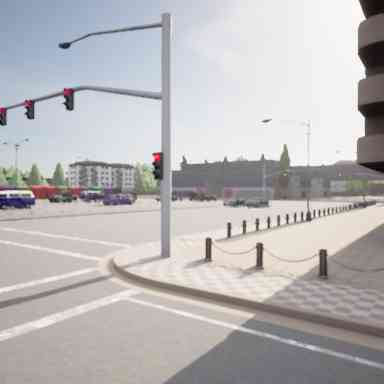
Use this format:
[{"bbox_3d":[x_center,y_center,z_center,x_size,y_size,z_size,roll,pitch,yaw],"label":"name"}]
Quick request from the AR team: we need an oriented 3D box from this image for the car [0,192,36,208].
[{"bbox_3d":[-25.037,1.191,48.062,1.970,1.475,3.806,0,0,36],"label":"car"}]

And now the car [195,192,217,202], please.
[{"bbox_3d":[3.228,1.006,67.749,1.932,1.855,4.605,0,0,36],"label":"car"}]

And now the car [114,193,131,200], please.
[{"bbox_3d":[-17.349,1.113,82.663,1.970,1.475,3.806,0,0,36],"label":"car"}]

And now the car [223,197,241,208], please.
[{"bbox_3d":[6.253,1.421,47.990,2.128,1.511,4.902,0,0,36],"label":"car"}]

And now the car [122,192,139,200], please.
[{"bbox_3d":[-15.009,0.889,80.957,1.905,1.878,3.866,0,0,36],"label":"car"}]

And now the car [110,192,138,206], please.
[{"bbox_3d":[-11.513,1.220,56.920,1.970,1.475,3.806,0,0,36],"label":"car"}]

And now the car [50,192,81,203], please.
[{"bbox_3d":[-25.258,0.888,66.747,1.932,1.855,4.605,0,0,36],"label":"car"}]

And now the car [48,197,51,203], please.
[{"bbox_3d":[-27.568,1.083,68.497,1.784,1.438,3.905,0,0,36],"label":"car"}]

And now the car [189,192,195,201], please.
[{"bbox_3d":[0.915,0.993,69.488,1.905,1.878,3.866,0,0,36],"label":"car"}]

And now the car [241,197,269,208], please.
[{"bbox_3d":[9.074,1.454,45.921,1.837,1.490,4.892,0,0,36],"label":"car"}]
